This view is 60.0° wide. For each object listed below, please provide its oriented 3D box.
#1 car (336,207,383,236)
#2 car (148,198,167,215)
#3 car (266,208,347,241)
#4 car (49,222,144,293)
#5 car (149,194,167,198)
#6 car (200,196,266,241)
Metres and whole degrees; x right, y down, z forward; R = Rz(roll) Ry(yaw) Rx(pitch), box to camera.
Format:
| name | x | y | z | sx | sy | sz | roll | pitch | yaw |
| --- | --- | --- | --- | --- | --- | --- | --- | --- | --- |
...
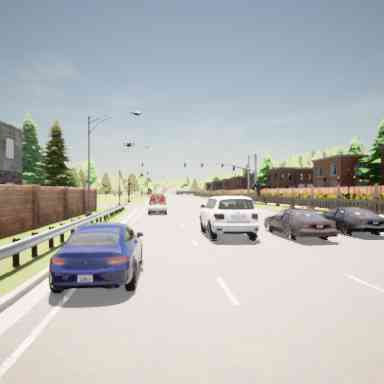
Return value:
| name | x | y | z | sx | sy | sz | roll | pitch | yaw |
| --- | --- | --- | --- | --- | --- | --- | --- | --- | --- |
| car | 8.613 | 1.543 | 18.530 | 2.033 | 1.411 | 5.357 | 0 | 0 | -6 |
| car | -3.483 | 1.593 | 33.824 | 1.895 | 1.301 | 4.718 | 0 | 0 | -5 |
| car | 5.264 | 1.543 | 16.825 | 2.033 | 1.411 | 5.357 | 0 | 0 | -6 |
| car | -2.307 | 1.524 | 8.773 | 1.812 | 1.442 | 4.674 | 0 | 0 | -6 |
| car | -4.493 | 1.211 | 43.736 | 2.150 | 2.045 | 5.566 | 0 | 0 | -5 |
| car | 1.736 | 1.219 | 16.946 | 2.150 | 2.045 | 5.566 | 0 | 0 | -6 |
